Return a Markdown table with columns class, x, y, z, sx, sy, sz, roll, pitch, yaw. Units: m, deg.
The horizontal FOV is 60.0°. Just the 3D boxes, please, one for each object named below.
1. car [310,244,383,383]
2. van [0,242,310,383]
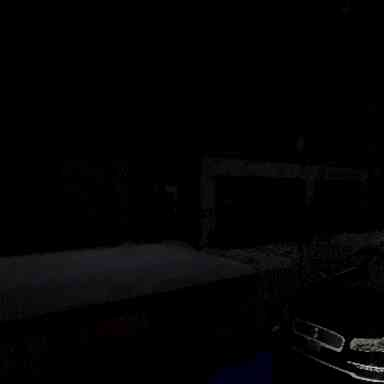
| class | x | y | z | sx | sy | sz | roll | pitch | yaw |
| --- | --- | --- | --- | --- | --- | --- | --- | --- | --- |
| car | 3.205 | 1.547 | 5.109 | 4.403 | 1.369 | 2.008 | 0 | 0 | -35 |
| van | -1.294 | 1.325 | 1.945 | 3.998 | 1.788 | 1.690 | 0 | 0 | -35 |
